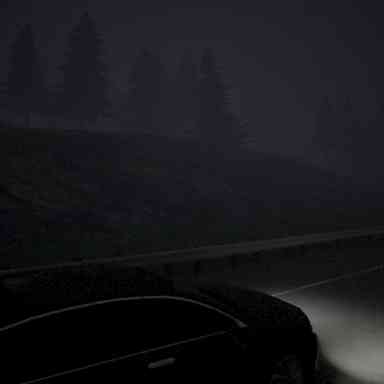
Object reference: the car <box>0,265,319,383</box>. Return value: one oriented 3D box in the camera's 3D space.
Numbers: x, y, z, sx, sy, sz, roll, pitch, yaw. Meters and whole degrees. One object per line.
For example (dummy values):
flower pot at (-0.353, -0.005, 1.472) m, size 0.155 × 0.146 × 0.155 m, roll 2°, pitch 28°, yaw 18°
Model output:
car at (-0.772, 1.507, 3.195) m, size 4.892 × 1.490 × 1.837 m, roll 0°, pitch 0°, yaw -35°
